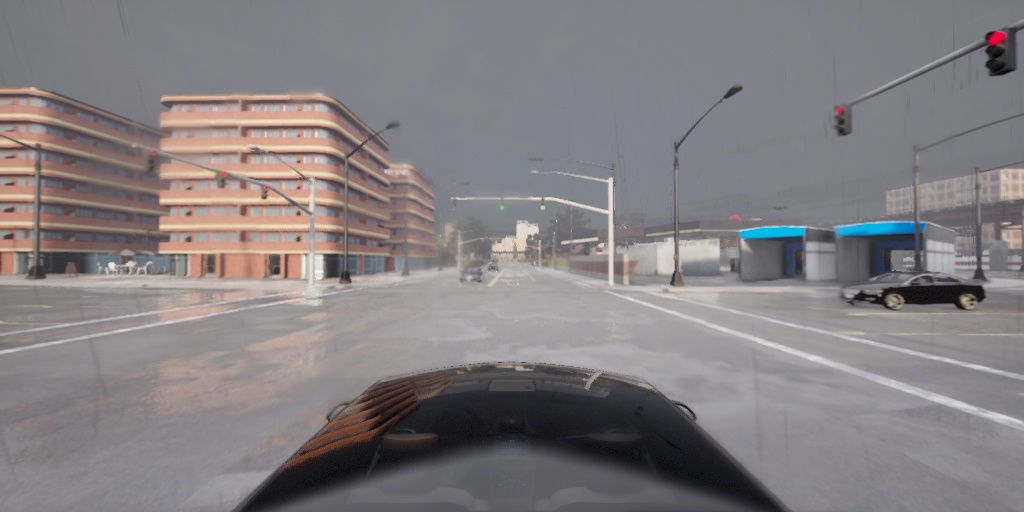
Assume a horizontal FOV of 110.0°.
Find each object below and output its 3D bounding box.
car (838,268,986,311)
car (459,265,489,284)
[{"bbox_3d":[16.549,1.408,14.994,4.902,1.511,2.128,0,-1,0],"label":"car"},{"bbox_3d":[-3.493,1.679,31.864,2.128,1.511,4.902,0,0,0],"label":"car"}]
